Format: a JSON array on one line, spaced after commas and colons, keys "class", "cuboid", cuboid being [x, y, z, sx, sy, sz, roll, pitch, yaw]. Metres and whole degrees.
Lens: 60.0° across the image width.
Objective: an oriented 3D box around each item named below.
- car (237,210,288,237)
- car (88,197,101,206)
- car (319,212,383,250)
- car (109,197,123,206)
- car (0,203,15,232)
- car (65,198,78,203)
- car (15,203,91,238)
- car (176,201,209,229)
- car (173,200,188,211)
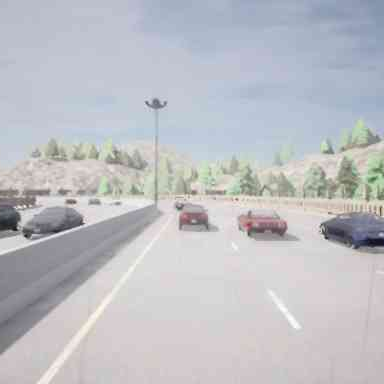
[{"class": "car", "cuboid": [3.602, 1.588, 17.954, 1.895, 1.301, 4.718, 0, 0, 0]}, {"class": "car", "cuboid": [-16.817, 1.634, 57.335, 1.994, 1.385, 4.181, 0, 0, -21]}, {"class": "car", "cuboid": [7.101, 1.551, 14.320, 1.994, 1.385, 4.181, 0, 0, 0]}, {"class": "car", "cuboid": [-13.219, 1.589, 57.705, 1.812, 1.442, 4.674, 0, 0, -20]}, {"class": "car", "cuboid": [-10.624, 1.339, 16.889, 2.097, 1.767, 4.553, 0, 0, 0]}, {"class": "car", "cuboid": [-22.517, 1.709, 61.961, 1.895, 1.301, 4.718, 0, 0, -26]}, {"class": "car", "cuboid": [-7.121, 1.513, 17.588, 1.812, 1.442, 4.674, 0, 0, 0]}, {"class": "car", "cuboid": [0.112, 1.513, 21.398, 1.812, 1.442, 4.674, 0, 0, 0]}, {"class": "car", "cuboid": [-1.257, 1.604, 40.358, 1.895, 1.301, 4.718, 0, 0, -9]}]
